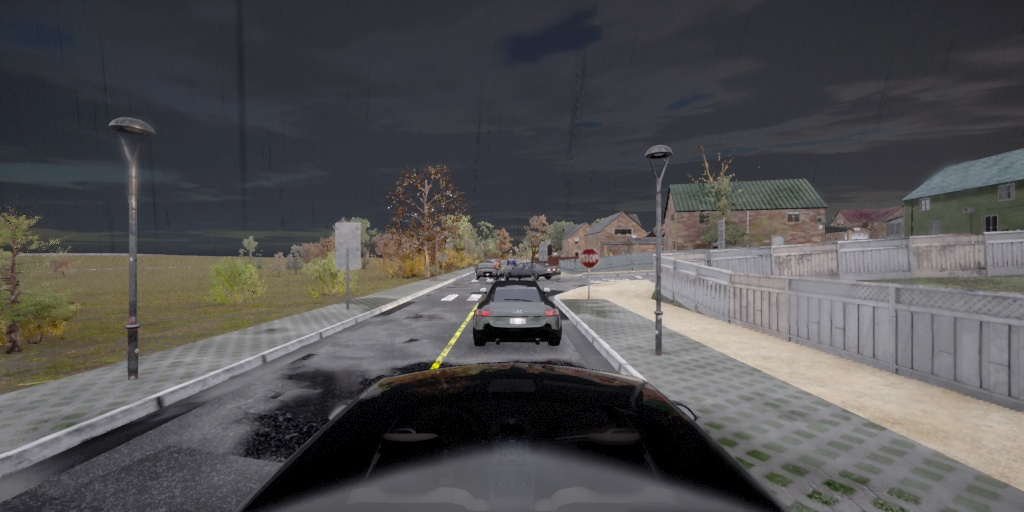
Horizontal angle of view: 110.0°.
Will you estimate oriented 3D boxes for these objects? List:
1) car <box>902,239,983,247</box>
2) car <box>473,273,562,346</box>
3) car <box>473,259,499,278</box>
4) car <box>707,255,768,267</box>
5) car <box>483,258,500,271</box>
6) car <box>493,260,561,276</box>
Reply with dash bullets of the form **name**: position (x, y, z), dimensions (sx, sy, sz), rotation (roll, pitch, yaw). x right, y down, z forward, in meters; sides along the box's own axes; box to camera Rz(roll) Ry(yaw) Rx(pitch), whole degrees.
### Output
- **car**: position (23.857, -0.208, 20.409), dimensions (4.902, 1.511, 2.128), rotation (-3, 0, 14)
- **car**: position (0.089, 1.313, 9.400), dimensions (1.994, 1.385, 4.181), rotation (0, 0, -1)
- **car**: position (-2.299, 1.258, 31.322), dimensions (1.837, 1.490, 4.892), rotation (0, 0, -8)
- **car**: position (14.353, 0.413, 22.815), dimensions (4.181, 1.385, 1.994), rotation (-3, 0, 16)
- **car**: position (-2.928, 1.121, 51.139), dimensions (2.097, 1.767, 4.553), rotation (0, 0, 1)
- **car**: position (1.293, 1.198, 28.417), dimensions (5.357, 1.411, 2.033), rotation (-4, -3, 43)
